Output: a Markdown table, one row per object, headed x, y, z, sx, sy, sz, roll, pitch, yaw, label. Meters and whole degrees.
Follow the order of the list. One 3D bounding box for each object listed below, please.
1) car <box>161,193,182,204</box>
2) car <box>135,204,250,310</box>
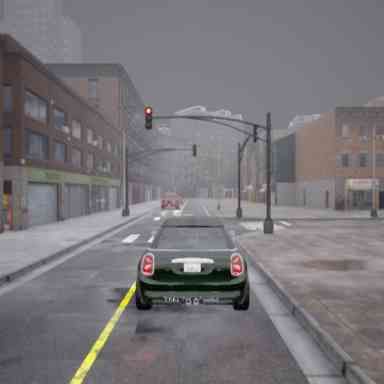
| x | y | z | sx | sy | sz | roll | pitch | yaw | label |
| --- | --- | --- | --- | --- | --- | --- | --- | --- | --- |
| -2.762 | 1.186 | 43.281 | 2.150 | 2.045 | 5.566 | 0 | 0 | 0 | car |
| 0.023 | 1.343 | 7.932 | 2.097 | 1.767 | 4.553 | 0 | 0 | 0 | car |
